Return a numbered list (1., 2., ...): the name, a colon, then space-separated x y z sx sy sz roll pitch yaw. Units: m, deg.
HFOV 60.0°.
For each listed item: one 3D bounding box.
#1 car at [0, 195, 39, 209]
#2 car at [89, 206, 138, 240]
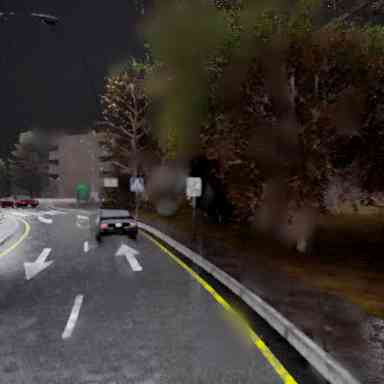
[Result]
1. car: -17.518 1.000 33.409 4.718 1.301 1.895 1 1 36
2. car: -3.938 1.380 16.302 2.033 1.411 5.357 0 1 -20
